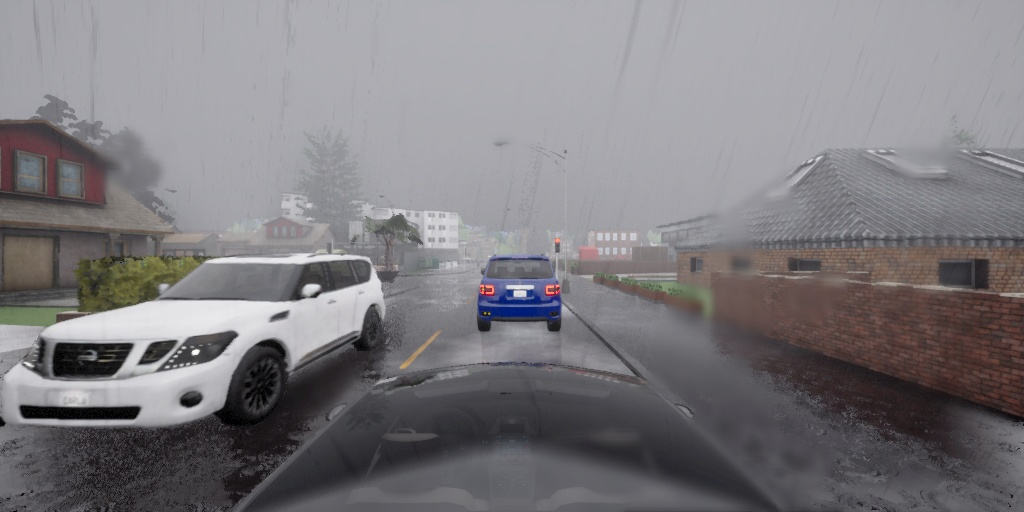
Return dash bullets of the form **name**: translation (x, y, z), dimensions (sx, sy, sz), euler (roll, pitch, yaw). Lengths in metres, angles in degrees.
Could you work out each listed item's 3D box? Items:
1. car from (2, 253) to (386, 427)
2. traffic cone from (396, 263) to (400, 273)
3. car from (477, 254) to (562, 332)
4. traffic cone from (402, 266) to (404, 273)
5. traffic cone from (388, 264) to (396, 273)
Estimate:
- **car**: translation (-4.036, 0.970, 6.113), dimensions (2.150, 2.045, 5.566), euler (0, 0, 1)
- **traffic cone**: translation (-15.027, 1.558, 46.504), dimensions (0.344, 0.586, 0.344), euler (0, 0, 0)
- **car**: translation (0.191, 0.971, 11.049), dimensions (2.150, 2.045, 5.566), euler (0, 0, 0)
- **traffic cone**: translation (-14.020, 1.582, 47.536), dimensions (0.344, 0.586, 0.344), euler (0, 0, 0)
- **traffic cone**: translation (-15.393, 1.561, 45.937), dimensions (0.344, 0.586, 0.344), euler (0, 0, 0)
